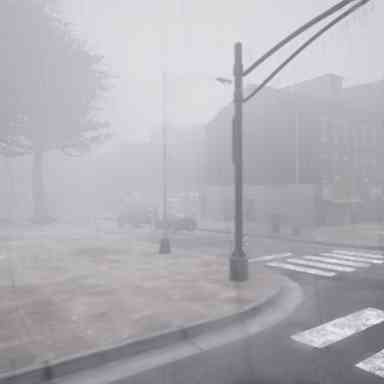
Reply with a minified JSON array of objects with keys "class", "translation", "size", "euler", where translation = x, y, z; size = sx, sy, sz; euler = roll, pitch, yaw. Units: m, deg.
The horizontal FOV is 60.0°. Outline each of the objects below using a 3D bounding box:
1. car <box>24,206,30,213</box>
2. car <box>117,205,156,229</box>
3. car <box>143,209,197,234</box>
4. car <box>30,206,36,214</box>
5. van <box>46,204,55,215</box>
[{"class":"car","translation":[-33.546,3.545,68.645],"size":[1.802,1.307,4.206],"euler":[-2,0,-36]},{"class":"car","translation":[-4.607,2.024,28.124],"size":[2.192,1.841,5.009],"euler":[-2,0,-36]},{"class":"car","translation":[-1.381,2.125,23.621],"size":[2.008,1.369,4.403],"euler":[-2,0,-36]},{"class":"car","translation":[-27.214,3.208,59.779],"size":[1.752,1.417,4.829],"euler":[-2,0,-36]},{"class":"van","translation":[-23.906,2.879,55.139],"size":[1.690,1.788,3.998],"euler":[-2,0,-36]}]
